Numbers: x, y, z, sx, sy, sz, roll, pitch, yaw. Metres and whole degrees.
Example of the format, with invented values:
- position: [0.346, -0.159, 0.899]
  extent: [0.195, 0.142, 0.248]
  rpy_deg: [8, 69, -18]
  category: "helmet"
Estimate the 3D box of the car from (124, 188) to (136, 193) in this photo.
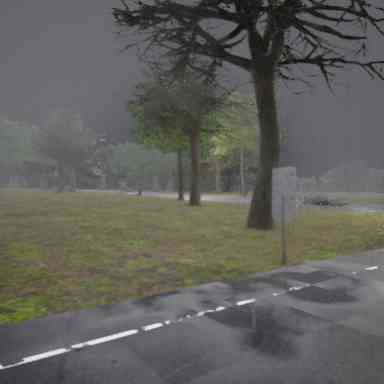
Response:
- position: [-17.485, -0.449, 93.617]
  extent: [1.895, 1.301, 4.718]
  rpy_deg: [-1, 2, -30]
  category: "car"

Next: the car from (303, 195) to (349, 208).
- position: [16.179, 1.137, 40.596]
  extent: [2.033, 1.411, 5.357]
  rpy_deg: [-1, 2, -35]
  category: "car"
